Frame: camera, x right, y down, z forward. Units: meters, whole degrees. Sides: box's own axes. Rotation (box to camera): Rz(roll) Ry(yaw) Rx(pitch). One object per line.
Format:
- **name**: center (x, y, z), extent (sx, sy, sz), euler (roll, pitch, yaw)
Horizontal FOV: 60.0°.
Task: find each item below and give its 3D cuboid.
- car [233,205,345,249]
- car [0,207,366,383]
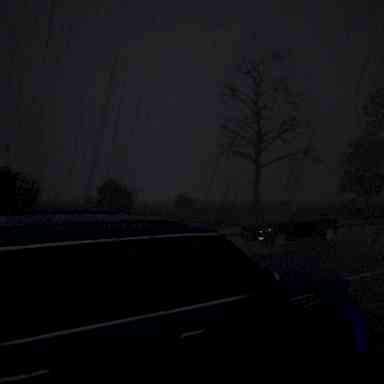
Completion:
- **car**: center (4.424, 1.450, 14.916), extent (5.008, 1.535, 1.882), euler (0, 0, -30)
- **car**: center (-0.642, 1.215, 3.187), extent (5.566, 2.045, 2.150), euler (0, 0, -35)
